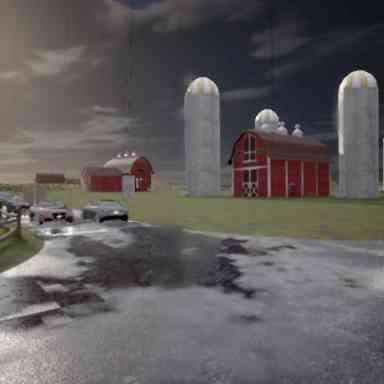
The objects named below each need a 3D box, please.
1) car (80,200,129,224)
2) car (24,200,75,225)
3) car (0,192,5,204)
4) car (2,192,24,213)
[{"bbox_3d":[-5.818,1.197,21.878,1.994,1.385,4.181,-1,2,-37],"label":"car"},{"bbox_3d":[-8.953,1.225,21.086,1.994,1.385,4.181,-1,2,-37],"label":"car"},{"bbox_3d":[-22.927,0.784,40.414,1.837,1.490,4.892,-1,3,-36],"label":"car"},{"bbox_3d":[-15.070,1.044,29.493,2.033,1.411,5.357,-1,2,-36],"label":"car"}]
